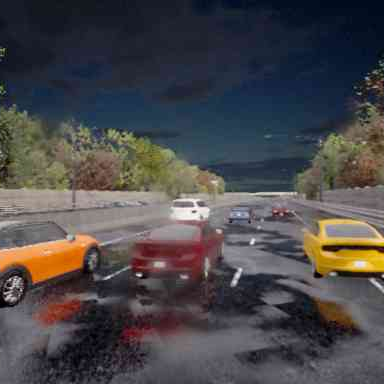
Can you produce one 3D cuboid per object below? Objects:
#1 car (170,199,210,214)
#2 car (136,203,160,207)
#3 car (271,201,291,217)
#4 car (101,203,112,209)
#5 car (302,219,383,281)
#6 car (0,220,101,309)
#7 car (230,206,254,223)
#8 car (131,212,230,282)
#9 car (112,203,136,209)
[{"bbox_3d":[-0.041,1.567,25.728,2.150,2.045,5.566,-1,-1,14],"label":"car"},{"bbox_3d":[-5.701,2.241,47.597,2.033,1.411,5.357,-1,-1,14],"label":"car"},{"bbox_3d":[9.517,1.982,35.502,1.895,1.301,4.718,-1,-1,14],"label":"car"},{"bbox_3d":[-12.184,2.361,50.522,1.994,1.385,4.181,-1,-1,14],"label":"car"},{"bbox_3d":[4.539,1.570,10.242,1.882,1.535,5.008,-1,-1,14],"label":"car"},{"bbox_3d":[-4.230,1.506,8.588,2.097,1.767,4.553,-1,-1,14],"label":"car"},{"bbox_3d":[4.325,1.890,28.825,2.033,1.411,5.357,-1,-1,14],"label":"car"},{"bbox_3d":[-0.187,1.616,10.384,1.882,1.535,5.008,-1,-1,14],"label":"car"},{"bbox_3d":[-9.214,2.333,47.957,1.895,1.301,4.718,-1,-1,14],"label":"car"}]
